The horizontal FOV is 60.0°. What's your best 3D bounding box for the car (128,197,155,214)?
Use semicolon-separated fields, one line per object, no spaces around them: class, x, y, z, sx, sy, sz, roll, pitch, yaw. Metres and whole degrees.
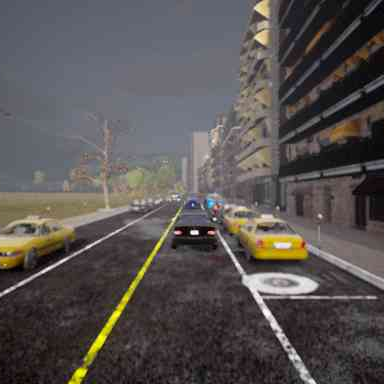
car;-5.290;1.399;33.643;2.008;1.369;4.403;1;0;0

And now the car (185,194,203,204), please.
car;0.120;1.342;41.073;1.812;1.442;4.674;0;0;0

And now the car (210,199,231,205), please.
car;2.585;1.447;22.913;2.008;1.369;4.403;1;0;0

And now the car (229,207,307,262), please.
car;2.580;1.472;11.761;1.752;1.417;4.829;1;0;0

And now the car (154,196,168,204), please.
car;-5.280;1.316;56.259;1.947;1.339;4.313;1;0;0

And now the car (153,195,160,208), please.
car;-5.288;1.374;39.297;2.008;1.369;4.403;1;0;0

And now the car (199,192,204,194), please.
car;2.619;0.921;90.844;2.192;1.841;5.009;1;0;0

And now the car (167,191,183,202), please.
car;-2.724;0.839;54.005;2.150;2.045;5.566;0;0;0

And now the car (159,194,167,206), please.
car;-5.281;1.215;50.604;1.967;1.590;4.097;1;0;0

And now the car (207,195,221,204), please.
car;2.589;1.311;28.573;1.967;1.590;4.097;1;0;0

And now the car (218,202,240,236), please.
car;2.582;1.446;17.422;1.752;1.417;4.829;1;0;0

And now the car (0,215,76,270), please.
car;-5.301;1.476;10.858;1.752;1.417;4.829;1;0;0

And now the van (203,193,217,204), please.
van;2.595;1.162;39.895;1.690;1.788;3.998;1;0;0

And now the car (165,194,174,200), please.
car;-5.269;1.200;78.875;1.887;1.381;4.507;1;0;0

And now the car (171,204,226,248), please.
car;0.096;1.482;14.352;2.033;1.411;5.357;0;0;0

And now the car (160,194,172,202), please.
car;-5.273;1.143;67.567;1.967;1.590;4.097;1;0;0
